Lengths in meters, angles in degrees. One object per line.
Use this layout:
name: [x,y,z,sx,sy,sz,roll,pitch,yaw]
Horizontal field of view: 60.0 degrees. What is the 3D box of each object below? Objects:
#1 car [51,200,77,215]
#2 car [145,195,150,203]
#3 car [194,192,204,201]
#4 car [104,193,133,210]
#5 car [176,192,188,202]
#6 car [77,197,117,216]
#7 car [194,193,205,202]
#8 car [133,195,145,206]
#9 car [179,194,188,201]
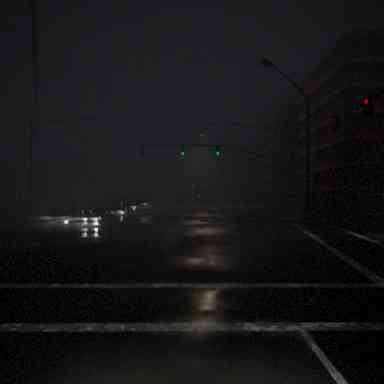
car: [-13.031,1.549,35.017,1.882,1.535,5.008,0,0,1]
car: [-9.135,1.314,63.176,2.033,1.411,5.357,0,1,1]
car: [1.555,0.995,75.501,2.097,1.767,4.553,0,0,1]
car: [-9.431,1.355,42.995,2.097,1.767,4.553,0,1,1]
car: [-1.969,0.964,65.175,2.150,2.045,5.566,0,1,1]
car: [-9.542,1.566,33.952,2.128,1.511,4.902,0,0,1]
car: [1.531,1.234,65.110,2.128,1.511,4.902,0,1,1]
car: [-9.315,1.438,52.640,2.033,1.411,5.357,0,1,1]
car: [-1.940,1.162,75.890,1.812,1.442,4.674,0,0,1]
